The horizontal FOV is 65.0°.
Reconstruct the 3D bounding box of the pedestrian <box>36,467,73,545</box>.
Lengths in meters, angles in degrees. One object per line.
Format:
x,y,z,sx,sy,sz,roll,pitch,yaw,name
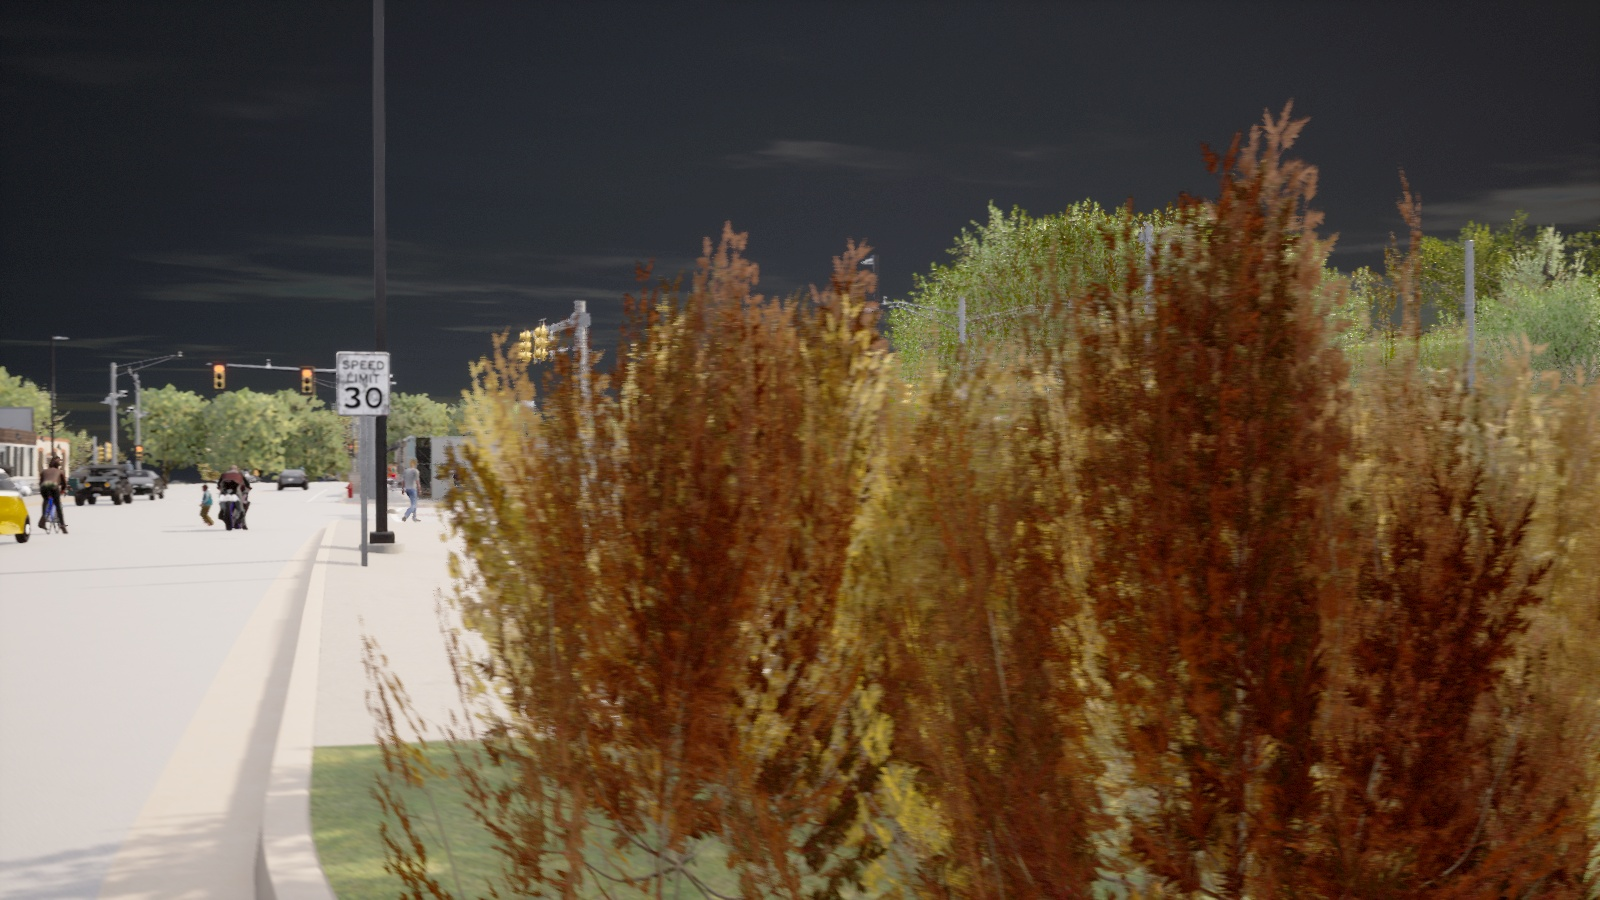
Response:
-18.706,1.399,31.504,0.666,1.930,0.402,-1,0,-13,pedestrian

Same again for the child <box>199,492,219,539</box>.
-15.581,1.722,33.116,0.448,1.192,0.343,-1,0,-23,child

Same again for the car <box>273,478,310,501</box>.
-35.985,2.766,88.969,2.163,1.488,4.792,-1,0,-20,car

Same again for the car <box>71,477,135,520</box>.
-32.788,2.232,59.185,1.905,1.878,3.866,-1,-1,-18,car

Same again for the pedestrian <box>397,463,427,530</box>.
-10.902,1.296,35.300,0.354,1.836,0.706,-1,0,28,pedestrian

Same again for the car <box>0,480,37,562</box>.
-14.358,1.233,21.801,1.481,1.376,2.207,-1,-1,-20,car

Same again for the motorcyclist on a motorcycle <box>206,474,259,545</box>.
-12.938,1.350,28.673,0.866,1.530,2.191,-1,-2,-19,motorcyclist on a motorcycle

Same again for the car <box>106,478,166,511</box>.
-35.919,2.387,68.079,2.152,1.651,5.027,-1,-1,-20,car

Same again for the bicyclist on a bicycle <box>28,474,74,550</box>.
-16.535,1.364,27.758,0.582,1.620,1.656,-1,-2,-21,bicyclist on a bicycle
